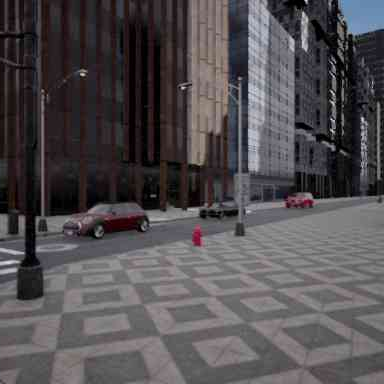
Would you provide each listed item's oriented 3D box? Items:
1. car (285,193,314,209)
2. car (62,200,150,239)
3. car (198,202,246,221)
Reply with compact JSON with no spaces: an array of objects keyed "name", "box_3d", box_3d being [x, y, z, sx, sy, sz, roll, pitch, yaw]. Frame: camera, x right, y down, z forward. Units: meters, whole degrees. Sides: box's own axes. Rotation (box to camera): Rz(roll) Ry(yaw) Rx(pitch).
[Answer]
[{"name":"car","box_3d":[13.825,1.104,42.531,2.150,2.045,5.566,0,0,36]},{"name":"car","box_3d":[-4.339,1.309,17.221,2.097,1.767,4.553,0,0,36]},{"name":"car","box_3d":[2.471,1.525,26.736,1.895,1.301,4.718,0,0,36]}]
